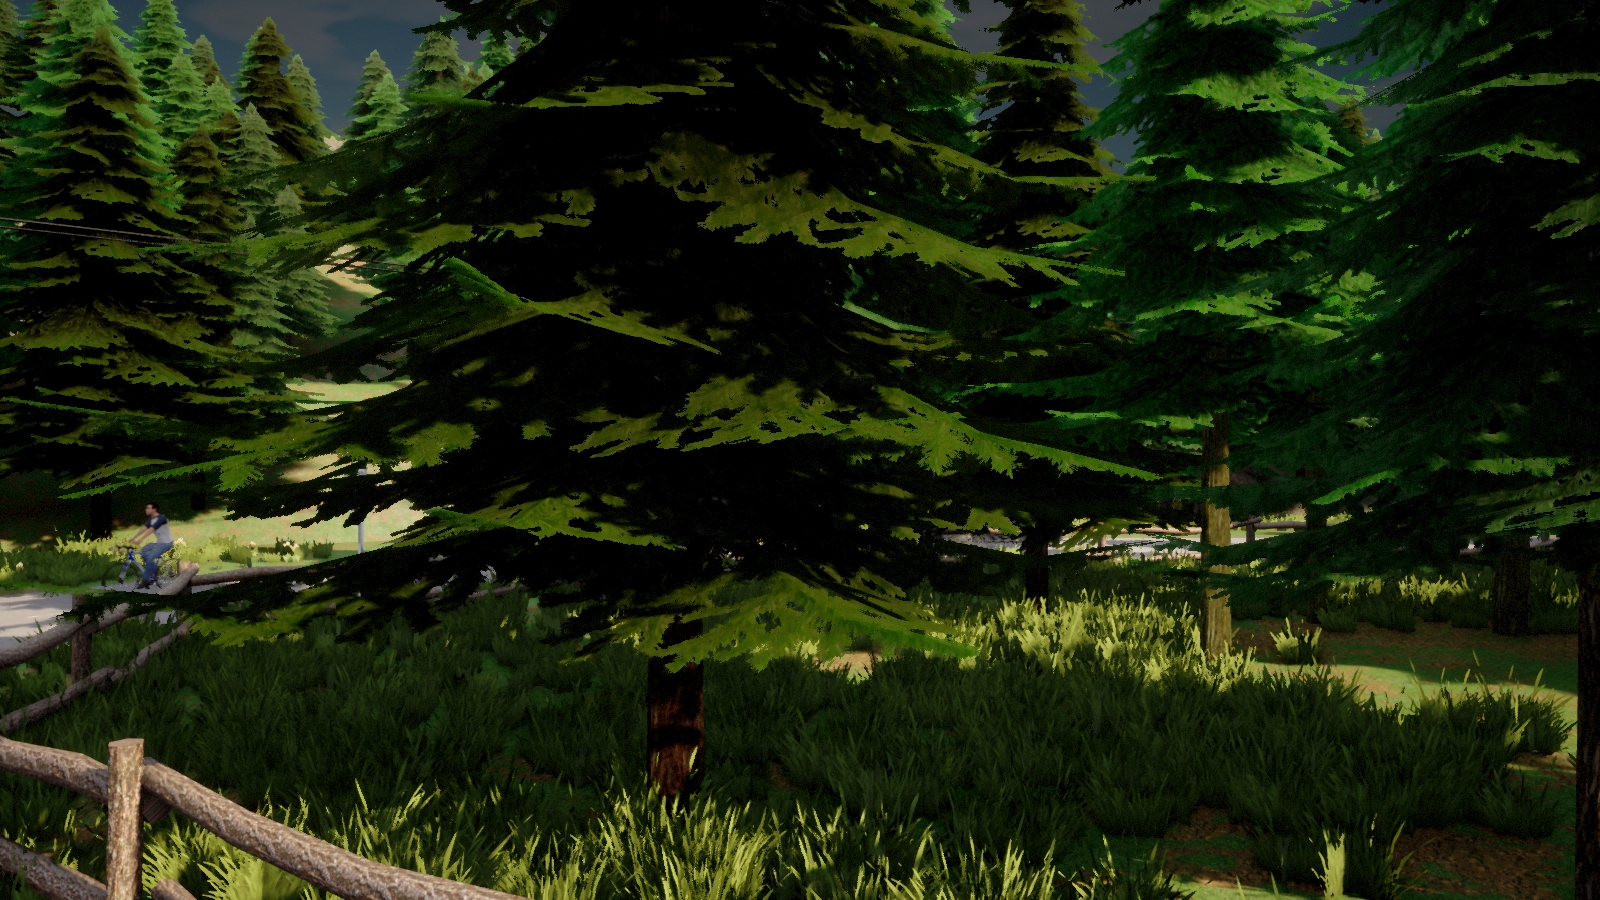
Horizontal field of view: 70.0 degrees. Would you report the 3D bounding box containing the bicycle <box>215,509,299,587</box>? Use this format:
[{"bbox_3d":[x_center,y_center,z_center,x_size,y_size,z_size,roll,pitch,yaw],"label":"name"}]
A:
[{"bbox_3d":[-11.515,2.056,24.279,0.373,1.496,1.643,0,0,35],"label":"bicycle"}]
